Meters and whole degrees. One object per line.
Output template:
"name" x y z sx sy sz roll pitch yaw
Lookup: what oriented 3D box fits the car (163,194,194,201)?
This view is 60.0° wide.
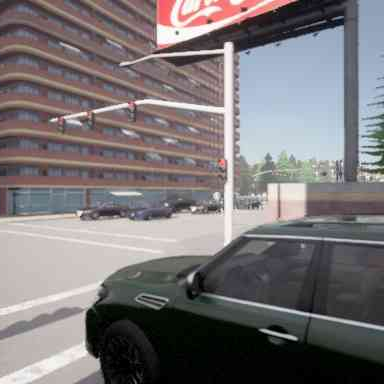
"car" -1.684 1.265 36.444 2.150 2.045 5.566 0 0 35

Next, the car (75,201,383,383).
"car" 1.336 1.223 3.140 5.566 2.045 2.150 0 0 38

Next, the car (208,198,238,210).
"car" 4.283 1.549 44.895 1.837 1.490 4.892 0 0 35

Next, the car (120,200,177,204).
"car" -3.527 1.600 27.748 1.994 1.385 4.181 0 0 35

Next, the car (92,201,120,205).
"car" -7.486 1.534 28.203 2.128 1.511 4.902 0 0 35

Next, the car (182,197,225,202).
"car" 1.566 1.529 34.978 2.128 1.511 4.902 0 0 35

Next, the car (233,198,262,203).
"car" 7.487 1.543 43.367 1.837 1.490 4.892 0 0 35
